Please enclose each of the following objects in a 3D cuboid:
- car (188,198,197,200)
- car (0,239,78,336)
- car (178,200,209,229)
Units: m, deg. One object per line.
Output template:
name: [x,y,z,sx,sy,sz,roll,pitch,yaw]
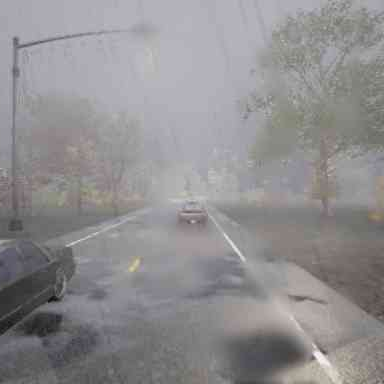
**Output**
car: [0.089,1.589,45.107,1.812,1.442,4.674,0,0,0]
car: [-3.599,1.555,5.546,2.033,1.411,5.357,0,0,0]
car: [0.091,1.523,22.047,2.128,1.511,4.902,0,0,0]
